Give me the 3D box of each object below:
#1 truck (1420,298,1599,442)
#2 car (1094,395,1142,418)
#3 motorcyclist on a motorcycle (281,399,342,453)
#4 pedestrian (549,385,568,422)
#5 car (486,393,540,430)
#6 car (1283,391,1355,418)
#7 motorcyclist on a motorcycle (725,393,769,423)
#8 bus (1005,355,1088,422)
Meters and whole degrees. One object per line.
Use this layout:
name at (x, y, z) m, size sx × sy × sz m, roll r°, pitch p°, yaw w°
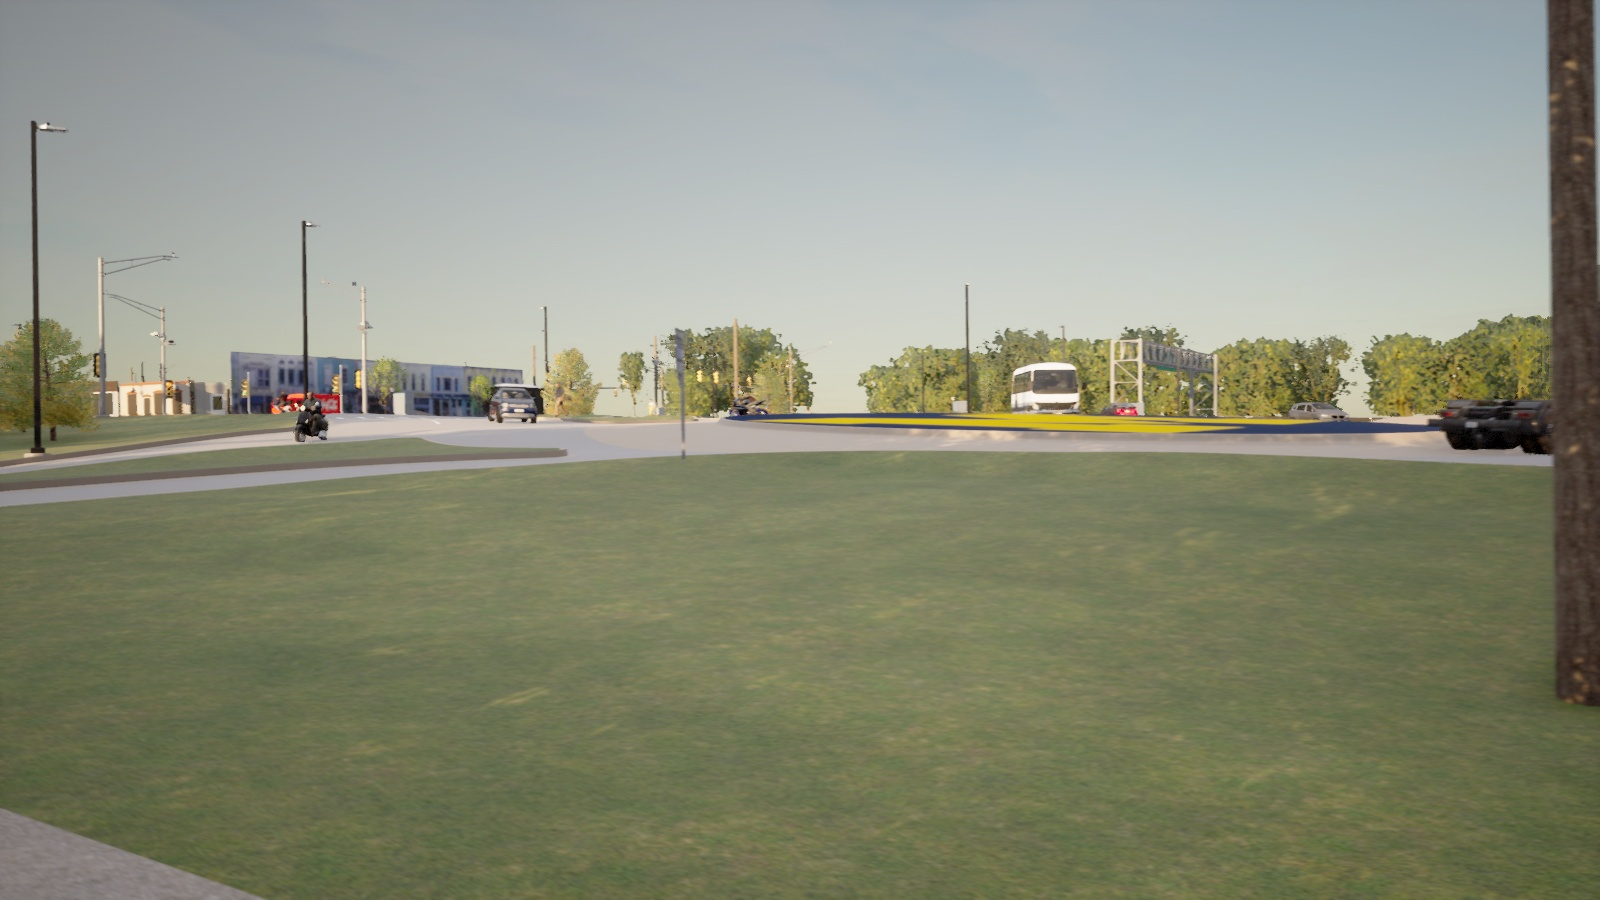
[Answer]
truck at (20.442, -2.065, 33.181) m, size 7.936 × 3.462 × 2.891 m, roll -2°, pitch 2°, yaw -25°
car at (22.941, -3.105, 90.740) m, size 2.007 × 1.525 × 4.514 m, roll -2°, pitch 1°, yaw -3°
motorcyclist on a motorcycle at (-15.257, -0.764, 39.255) m, size 0.866 × 1.590 × 1.817 m, roll -2°, pitch 3°, yaw 9°
pedestrian at (-12.078, -2.332, 62.794) m, size 0.694 × 1.848 × 0.540 m, roll -2°, pitch 0°, yaw -31°
car at (-12.712, -1.729, 55.477) m, size 1.789 × 1.549 × 3.705 m, roll 0°, pitch 2°, yaw -21°
car at (33.740, -2.945, 81.732) m, size 2.242 × 1.667 × 4.611 m, roll 0°, pitch 1°, yaw -9°
motorcyclist on a motorcycle at (-2.854, -2.252, 67.630) m, size 2.191 × 1.530 × 0.866 m, roll 0°, pitch 0°, yaw 13°
bus at (17.057, -4.177, 87.637) m, size 3.944 × 4.253 × 10.273 m, roll -2°, pitch 1°, yaw 2°
